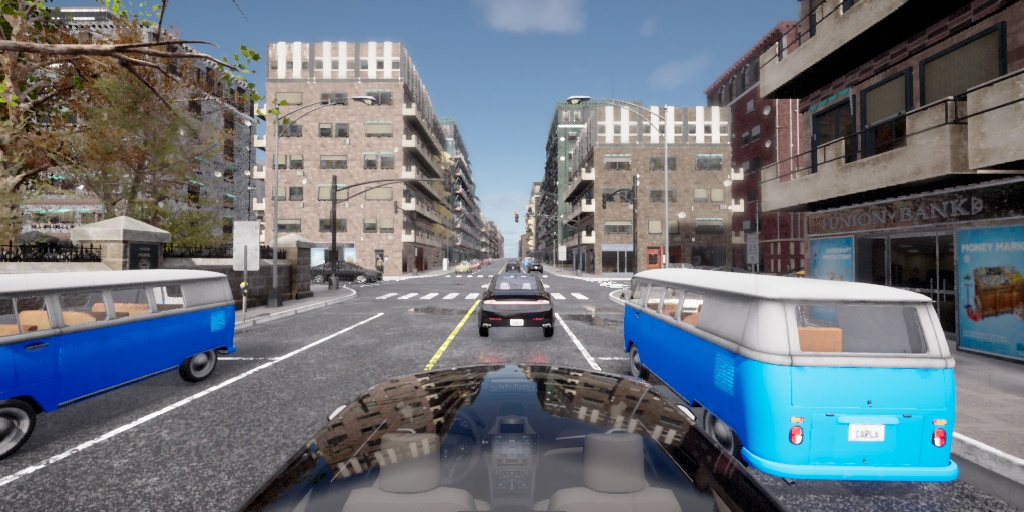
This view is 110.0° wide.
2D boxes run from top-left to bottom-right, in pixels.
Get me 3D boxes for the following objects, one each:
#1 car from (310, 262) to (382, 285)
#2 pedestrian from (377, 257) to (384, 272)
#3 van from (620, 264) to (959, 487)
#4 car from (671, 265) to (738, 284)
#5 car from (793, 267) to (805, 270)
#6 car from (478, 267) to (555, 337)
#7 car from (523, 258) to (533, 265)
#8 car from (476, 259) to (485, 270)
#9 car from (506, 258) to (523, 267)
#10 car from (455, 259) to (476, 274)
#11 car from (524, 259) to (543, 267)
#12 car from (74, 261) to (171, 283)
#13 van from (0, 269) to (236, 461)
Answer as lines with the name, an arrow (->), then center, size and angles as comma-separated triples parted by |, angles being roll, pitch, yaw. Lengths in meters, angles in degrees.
car -> -11.639, 1.194, 25.191 | 4.892, 1.490, 1.837 | 1, -1, 1
pedestrian -> -12.515, 0.967, 33.948 | 0.375, 1.860, 0.375 | 0, -1, 1
van -> 2.661, 1.092, 4.549 | 1.690, 1.789, 3.998 | 0, 0, 0
car -> 14.973, 1.443, 28.062 | 4.181, 1.385, 1.994 | 0, -1, 1
car -> 25.030, 1.414, 27.934 | 5.008, 1.535, 1.882 | 0, -1, 1
car -> 0.106, 1.244, 10.280 | 2.128, 1.511, 4.902 | 0, 0, 0
car -> 2.725, 1.317, 48.138 | 2.007, 1.370, 4.403 | 0, 0, 0
car -> -5.652, 1.208, 53.786 | 1.967, 1.591, 4.097 | 0, 0, 0
car -> 0.134, 1.292, 47.290 | 1.812, 1.442, 4.674 | 0, 0, 0
car -> -5.659, 1.289, 42.331 | 1.751, 1.417, 4.829 | 0, 0, 0
car -> 2.721, 1.330, 42.495 | 1.948, 1.339, 4.313 | 0, 0, 0
car -> -27.498, 1.093, 25.397 | 4.892, 1.490, 1.837 | 0, -1, 1
van -> -5.654, 1.091, 4.556 | 1.690, 1.789, 3.998 | 0, 0, 0
